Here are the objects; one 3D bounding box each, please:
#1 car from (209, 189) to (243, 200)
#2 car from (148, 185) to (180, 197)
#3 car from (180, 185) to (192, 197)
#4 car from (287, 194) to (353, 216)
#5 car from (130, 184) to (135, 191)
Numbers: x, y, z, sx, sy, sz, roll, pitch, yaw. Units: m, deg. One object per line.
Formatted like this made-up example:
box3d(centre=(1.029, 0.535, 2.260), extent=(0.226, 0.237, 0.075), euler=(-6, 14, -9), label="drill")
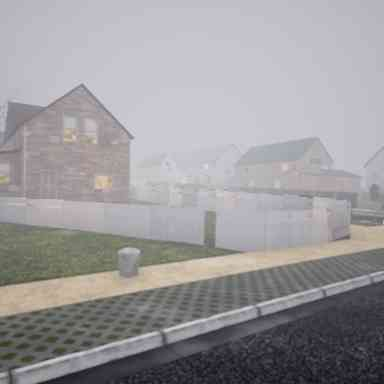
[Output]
box3d(centre=(3.059, 0.460, 32.420), extent=(1.837, 1.490, 4.892), euler=(1, 2, -34), label="car")
box3d(centre=(-3.908, -0.130, 42.678), extent=(1.837, 1.490, 4.892), euler=(1, 4, -34), label="car")
box3d(centre=(-1.780, -0.117, 44.765), extent=(1.837, 1.490, 4.892), euler=(1, 2, -34), label="car")
box3d(centre=(8.922, 0.925, 23.819), extent=(1.882, 1.535, 5.008), euler=(1, 2, -34), label="car")
box3d(centre=(-12.100, -0.938, 59.902), extent=(2.033, 1.411, 5.357), euler=(1, 2, -34), label="car")
